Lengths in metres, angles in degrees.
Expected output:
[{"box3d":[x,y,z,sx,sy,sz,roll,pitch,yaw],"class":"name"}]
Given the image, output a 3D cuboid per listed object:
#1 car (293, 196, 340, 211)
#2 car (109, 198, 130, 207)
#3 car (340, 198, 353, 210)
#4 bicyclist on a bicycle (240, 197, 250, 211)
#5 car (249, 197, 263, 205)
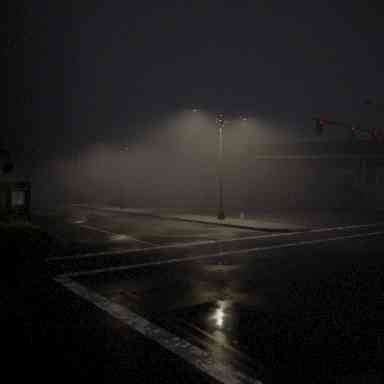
[{"box3d":[13.850,1.295,38.107,2.242,1.667,4.611,0,0,-35],"class":"car"},{"box3d":[-11.145,1.564,50.702,1.994,1.385,4.181,0,0,-35],"class":"car"},{"box3d":[18.112,1.456,42.034,1.970,1.475,3.806,0,0,-35],"class":"car"},{"box3d":[6.271,1.430,39.743,1.656,1.620,0.582,-6,-7,-37],"class":"bicyclist on a bicycle"},{"box3d":[12.005,1.564,61.129,1.994,1.385,4.181,0,0,29],"class":"car"}]
